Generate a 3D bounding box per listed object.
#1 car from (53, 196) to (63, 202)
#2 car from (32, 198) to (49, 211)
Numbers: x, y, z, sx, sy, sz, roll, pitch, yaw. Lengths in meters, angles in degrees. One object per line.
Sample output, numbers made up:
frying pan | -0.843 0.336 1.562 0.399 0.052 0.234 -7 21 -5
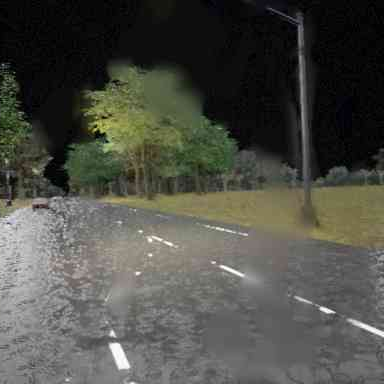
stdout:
car | -32.008 1.526 79.208 1.895 1.301 4.718 -4 1 -17
car | -19.579 1.557 43.129 1.882 1.535 5.008 -4 1 -23
